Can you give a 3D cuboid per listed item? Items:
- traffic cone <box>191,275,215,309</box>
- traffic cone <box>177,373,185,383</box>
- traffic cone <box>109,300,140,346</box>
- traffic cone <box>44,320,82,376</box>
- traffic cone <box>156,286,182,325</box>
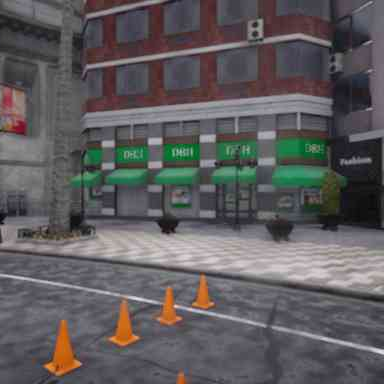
[{"bbox_3d":[0.223,1.950,6.620,0.340,0.580,0.340,0,0,39],"label":"traffic cone"},{"bbox_3d":[-0.100,1.953,3.029,0.340,0.580,0.340,0,0,39],"label":"traffic cone"},{"bbox_3d":[-1.031,1.950,5.062,0.340,0.580,0.340,0,0,39],"label":"traffic cone"},{"bbox_3d":[-1.658,1.950,4.283,0.340,0.580,0.340,0,0,39],"label":"traffic cone"},{"bbox_3d":[-0.404,1.950,5.841,0.340,0.580,0.340,0,0,39],"label":"traffic cone"}]
